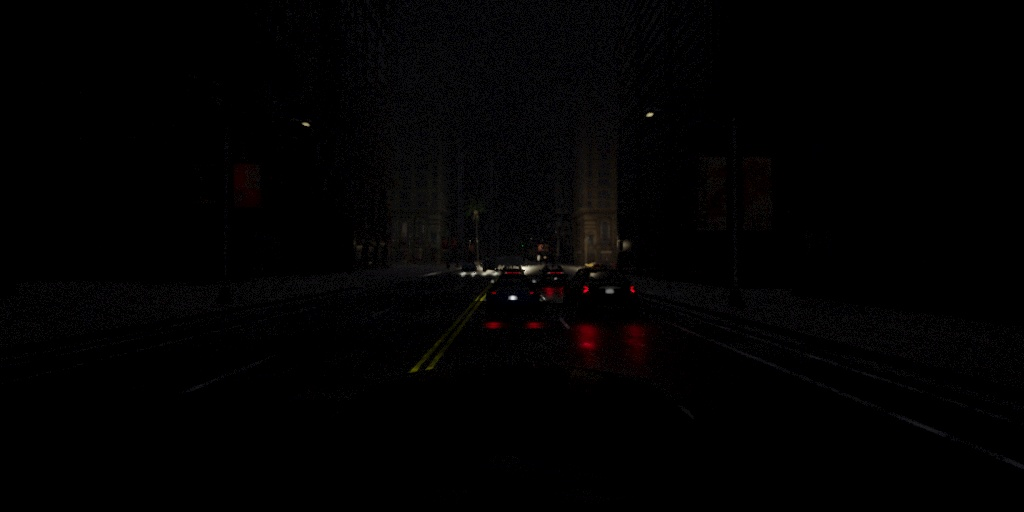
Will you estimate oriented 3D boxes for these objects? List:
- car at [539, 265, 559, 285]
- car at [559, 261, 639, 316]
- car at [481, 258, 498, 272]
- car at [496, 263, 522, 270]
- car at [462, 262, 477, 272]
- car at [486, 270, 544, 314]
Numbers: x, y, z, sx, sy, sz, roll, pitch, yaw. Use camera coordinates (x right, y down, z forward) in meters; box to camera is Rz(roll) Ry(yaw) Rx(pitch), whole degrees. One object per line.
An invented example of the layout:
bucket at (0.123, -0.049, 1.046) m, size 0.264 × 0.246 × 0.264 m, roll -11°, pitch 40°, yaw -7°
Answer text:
car at (3.297, 1.503, 29.217) m, size 2.128 × 1.511 × 4.902 m, roll 0°, pitch 0°, yaw 1°
car at (3.296, 1.220, 14.147) m, size 2.097 × 1.767 × 4.553 m, roll 0°, pitch -1°, yaw 0°
car at (-3.324, 1.448, 55.276) m, size 2.150 × 2.045 × 5.566 m, roll 0°, pitch 0°, yaw 0°
car at (0.048, 1.503, 29.216) m, size 2.128 × 1.511 × 4.902 m, roll 0°, pitch 0°, yaw 0°
car at (-6.570, 1.710, 55.495) m, size 1.882 × 1.535 × 5.008 m, roll 0°, pitch 0°, yaw 1°
car at (0.048, 1.436, 14.389) m, size 1.994 × 1.385 × 4.181 m, roll 0°, pitch 0°, yaw 0°
